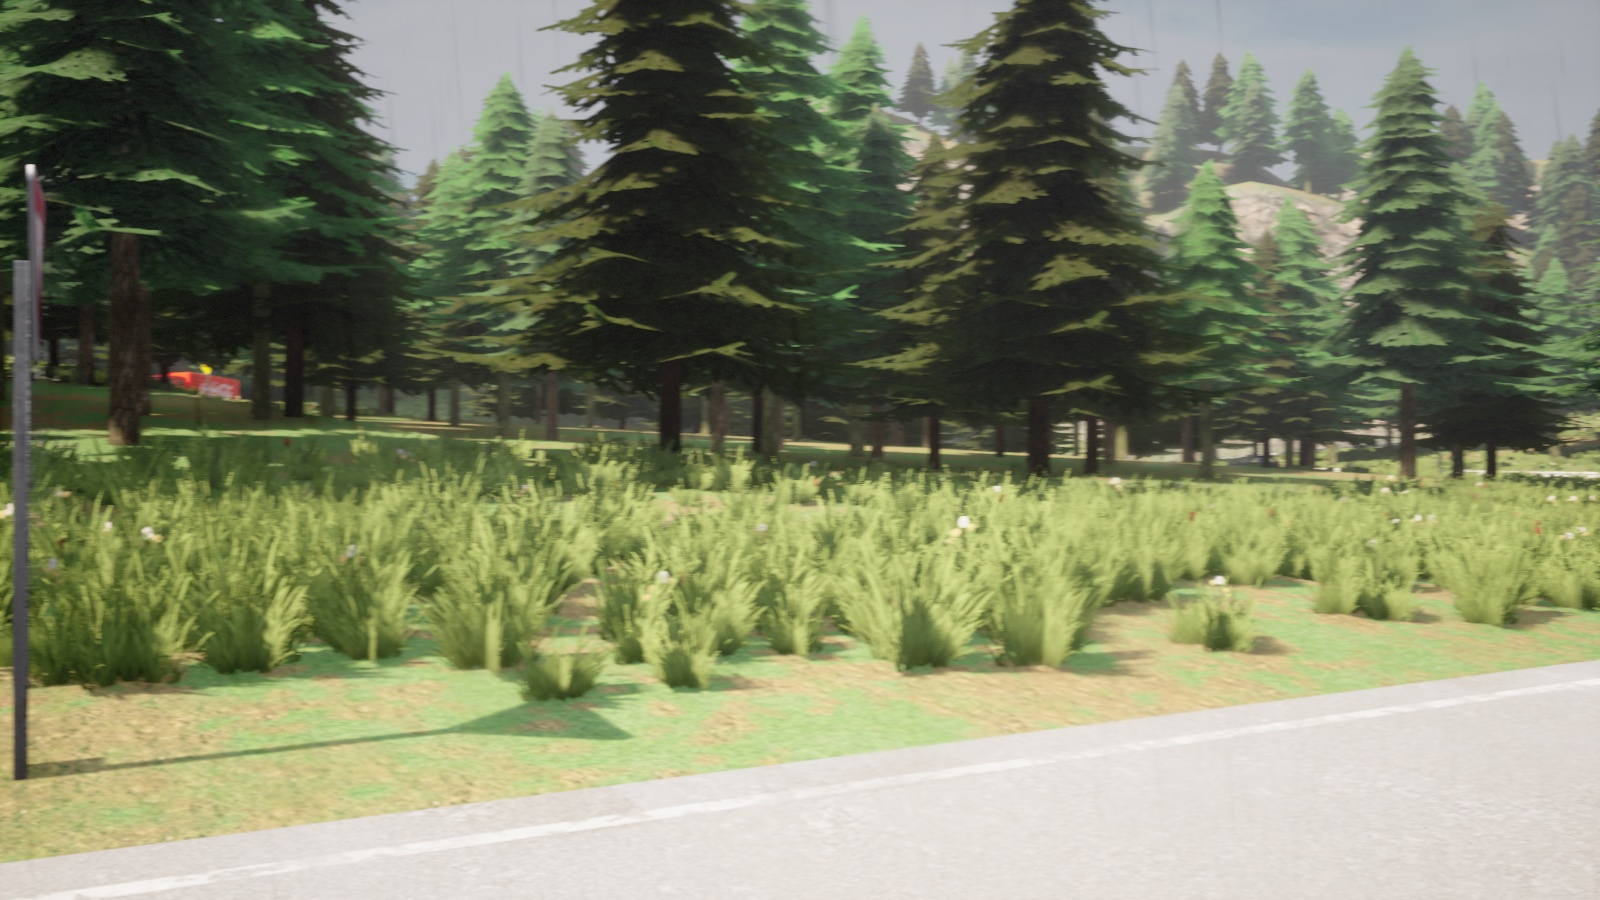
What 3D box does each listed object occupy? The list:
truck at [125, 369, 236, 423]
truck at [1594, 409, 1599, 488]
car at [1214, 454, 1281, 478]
[{"bbox_3d":[-36.000,-3.076,73.151,2.627,2.467,5.204,-1,-5,25],"label":"truck"},{"bbox_3d":[37.748,-0.068,51.882,2.891,3.462,7.936,0,0,-28],"label":"truck"},{"bbox_3d":[27.771,0.972,78.004,1.845,1.501,3.633,0,0,-28],"label":"car"}]
